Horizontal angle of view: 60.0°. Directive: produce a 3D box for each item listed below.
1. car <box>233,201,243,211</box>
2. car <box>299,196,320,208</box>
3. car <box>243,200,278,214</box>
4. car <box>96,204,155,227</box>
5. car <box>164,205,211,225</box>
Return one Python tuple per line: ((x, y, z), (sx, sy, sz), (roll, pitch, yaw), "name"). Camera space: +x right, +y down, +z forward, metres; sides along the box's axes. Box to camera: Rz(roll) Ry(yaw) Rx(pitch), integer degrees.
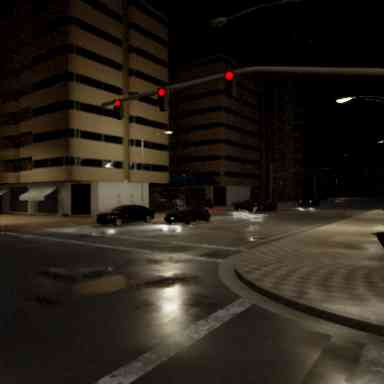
((7.307, 1.714, 42.558), (2.033, 1.411, 5.357), (-1, 0, 36), "car")
((18.279, 1.463, 51.714), (2.097, 1.767, 4.553), (-1, 0, 36), "car")
((8.155, 1.629, 37.735), (2.128, 1.511, 4.902), (-1, 0, 36), "car")
((-4.997, 1.690, 25.391), (1.882, 1.535, 5.008), (-1, 0, 36), "car")
((-0.288, 1.733, 25.954), (1.994, 1.385, 4.181), (-1, 0, 36), "car")
